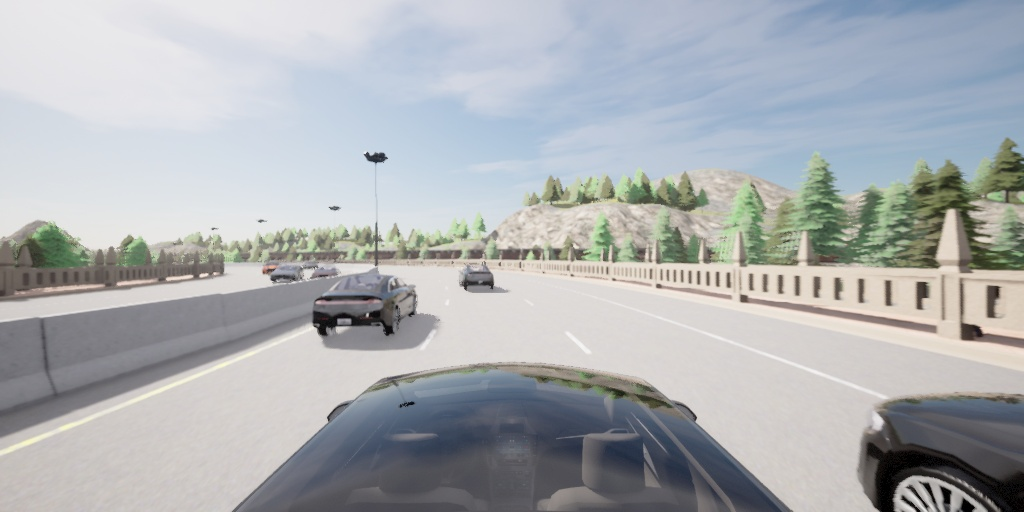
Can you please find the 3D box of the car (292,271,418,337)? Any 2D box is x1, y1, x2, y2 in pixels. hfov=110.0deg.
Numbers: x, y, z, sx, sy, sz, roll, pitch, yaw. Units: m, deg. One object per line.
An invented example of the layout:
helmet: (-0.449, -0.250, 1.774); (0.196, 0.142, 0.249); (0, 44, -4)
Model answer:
car: (-4.012, 1.280, 10.501); (2.128, 1.511, 4.902); (0, 0, -5)

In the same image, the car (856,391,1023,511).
car: (3.438, 1.223, 0.599); (2.128, 1.511, 4.902); (0, 0, 0)

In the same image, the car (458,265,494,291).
car: (-2.348, 1.299, 22.888); (2.128, 1.511, 4.902); (0, 0, -13)

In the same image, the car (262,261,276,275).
car: (-30.776, 1.504, 46.180); (2.097, 1.767, 4.553); (-1, 0, -32)

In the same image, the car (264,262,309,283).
car: (-19.701, 1.527, 31.697); (2.033, 1.411, 5.357); (0, 0, -21)

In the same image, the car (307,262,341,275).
car: (-15.569, 1.501, 30.311); (1.994, 1.385, 4.181); (0, 0, -19)

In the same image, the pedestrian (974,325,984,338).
pedestrian: (10.044, 1.125, 7.915); (0.375, 1.300, 0.375); (-1, 0, -4)
